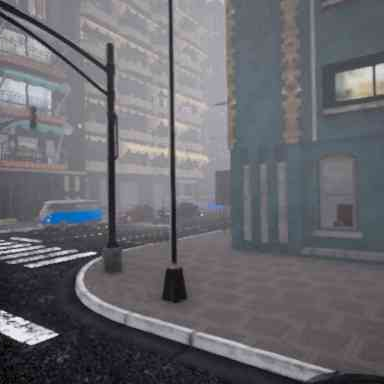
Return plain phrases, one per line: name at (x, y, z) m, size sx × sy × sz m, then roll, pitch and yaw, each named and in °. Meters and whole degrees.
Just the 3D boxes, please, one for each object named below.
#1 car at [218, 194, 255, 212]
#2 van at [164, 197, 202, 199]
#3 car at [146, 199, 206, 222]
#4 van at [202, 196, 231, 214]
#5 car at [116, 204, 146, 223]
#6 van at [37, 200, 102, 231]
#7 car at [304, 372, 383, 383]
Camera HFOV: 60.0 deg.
car at (5.370, 1.255, 39.517) m, size 2.192 × 1.841 × 5.009 m, roll -1°, pitch 0°, yaw 35°
van at (-1.129, 1.347, 30.296) m, size 1.690 × 1.788 × 3.998 m, roll -1°, pitch 0°, yaw 35°
car at (-1.125, 1.509, 26.030) m, size 1.812 × 1.442 × 4.674 m, roll -1°, pitch 0°, yaw 35°
van at (2.120, 1.314, 34.906) m, size 1.690 × 1.788 × 3.998 m, roll -1°, pitch 0°, yaw 35°
car at (-4.376, 1.622, 25.686) m, size 1.802 × 1.307 × 4.206 m, roll -1°, pitch 0°, yaw 35°
van at (-7.629, 1.415, 21.076) m, size 1.690 × 1.788 × 3.998 m, roll -1°, pitch 0°, yaw 35°
car at (2.209, 1.558, 1.154) m, size 4.313 × 1.339 × 1.947 m, roll 0°, pitch -1°, yaw 35°
